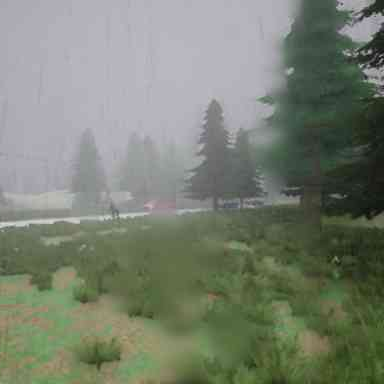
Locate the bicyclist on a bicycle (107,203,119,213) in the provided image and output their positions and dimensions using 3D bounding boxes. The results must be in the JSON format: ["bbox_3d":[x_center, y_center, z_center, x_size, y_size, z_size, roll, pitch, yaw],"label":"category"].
[{"bbox_3d":[-6.295,1.686,26.439,1.656,1.620,0.582,-1,-1,35],"label":"bicyclist on a bicycle"}]

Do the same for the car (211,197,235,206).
[{"bbox_3d":[5.064,1.527,54.092,1.895,1.301,4.718,0,0,35],"label":"car"}]

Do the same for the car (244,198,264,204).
[{"bbox_3d":[10.570,1.739,56.378,1.882,1.535,5.008,0,0,35],"label":"car"}]

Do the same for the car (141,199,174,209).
[{"bbox_3d":[-4.201,1.631,41.007,2.097,1.767,4.553,0,0,35],"label":"car"}]

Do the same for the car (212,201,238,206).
[{"bbox_3d":[4.940,1.862,48.246,1.895,1.301,4.718,0,0,35],"label":"car"}]
